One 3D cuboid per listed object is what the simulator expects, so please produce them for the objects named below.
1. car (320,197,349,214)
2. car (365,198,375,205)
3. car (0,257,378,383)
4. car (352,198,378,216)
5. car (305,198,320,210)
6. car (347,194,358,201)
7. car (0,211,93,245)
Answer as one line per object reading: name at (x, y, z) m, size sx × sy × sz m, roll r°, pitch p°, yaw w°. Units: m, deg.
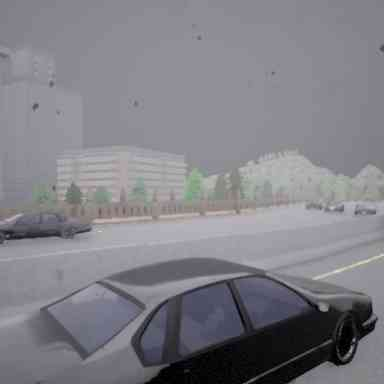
car at (16.832, 1.700, 39.144) m, size 2.128 × 1.511 × 4.902 m, roll 0°, pitch -1°, yaw 30°
car at (37.395, 1.933, 69.837) m, size 1.895 × 1.301 × 4.718 m, roll 0°, pitch 0°, yaw 28°
car at (0.171, 1.566, 4.034) m, size 5.357 × 1.411 × 2.033 m, roll 0°, pitch 0°, yaw -37°
car at (17.901, 1.689, 34.160) m, size 1.812 × 1.442 × 4.674 m, roll 0°, pitch 0°, yaw 32°
car at (17.803, 1.624, 48.124) m, size 2.097 × 1.767 × 4.553 m, roll 0°, pitch -1°, yaw 28°
car at (36.781, 1.394, 76.137) m, size 2.150 × 2.045 × 5.566 m, roll 0°, pitch 0°, yaw 28°
car at (-7.575, 1.631, 15.949) m, size 5.357 × 1.411 × 2.033 m, roll 0°, pitch 0°, yaw -38°
